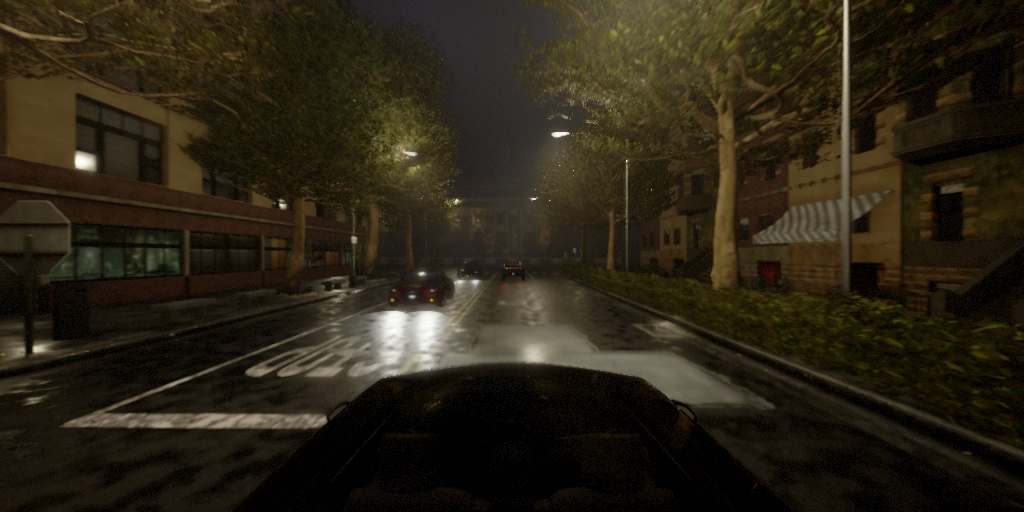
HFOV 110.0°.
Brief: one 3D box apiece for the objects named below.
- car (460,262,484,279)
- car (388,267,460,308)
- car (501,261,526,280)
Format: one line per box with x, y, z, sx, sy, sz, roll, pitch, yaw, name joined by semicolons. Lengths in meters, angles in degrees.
-3.500;1.197;31.106;2.033;1.411;5.357;0;0;1;car
-3.581;1.269;14.870;1.994;1.385;4.181;0;0;0;car
0.109;1.146;29.728;2.128;1.511;4.902;0;0;0;car
